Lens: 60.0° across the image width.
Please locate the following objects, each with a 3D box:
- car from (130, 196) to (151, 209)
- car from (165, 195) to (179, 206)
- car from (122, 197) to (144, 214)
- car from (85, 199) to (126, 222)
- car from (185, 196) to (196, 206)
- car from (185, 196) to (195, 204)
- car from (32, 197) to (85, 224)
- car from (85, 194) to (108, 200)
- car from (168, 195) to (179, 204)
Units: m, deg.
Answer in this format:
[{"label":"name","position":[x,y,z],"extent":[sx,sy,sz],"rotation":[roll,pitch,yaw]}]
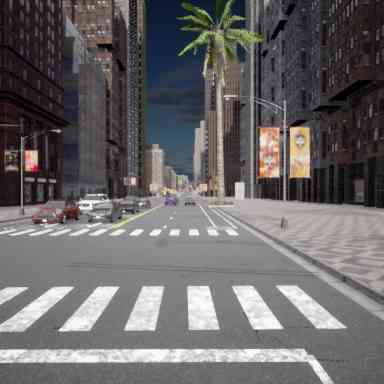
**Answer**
[{"label":"car","position":[-6.852,1.513,46.146],"extent":[2.128,1.511,4.902],"rotation":[0,0,0]},{"label":"car","position":[-3.574,1.564,56.522],"extent":[1.812,1.442,4.674],"rotation":[0,0,0]},{"label":"car","position":[-6.802,1.558,35.850],"extent":[2.033,1.411,5.357],"rotation":[0,0,0]},{"label":"car","position":[-6.742,1.531,26.179],"extent":[1.812,1.442,4.674],"rotation":[0,0,0]},{"label":"car","position":[-0.322,1.585,56.124],"extent":[2.033,1.411,5.357],"rotation":[0,0,0]},{"label":"car","position":[-0.382,1.538,66.547],"extent":[1.882,1.535,5.008],"rotation":[0,0,0]},{"label":"car","position":[-9.987,1.357,24.769],"extent":[2.097,1.767,4.553],"rotation":[0,0,0]},{"label":"car","position":[-10.043,1.231,34.257],"extent":[2.150,2.045,5.566],"rotation":[0,0,0]},{"label":"car","position":[-3.631,1.413,66.498],"extent":[2.097,1.767,4.553],"rotation":[0,0,0]}]
